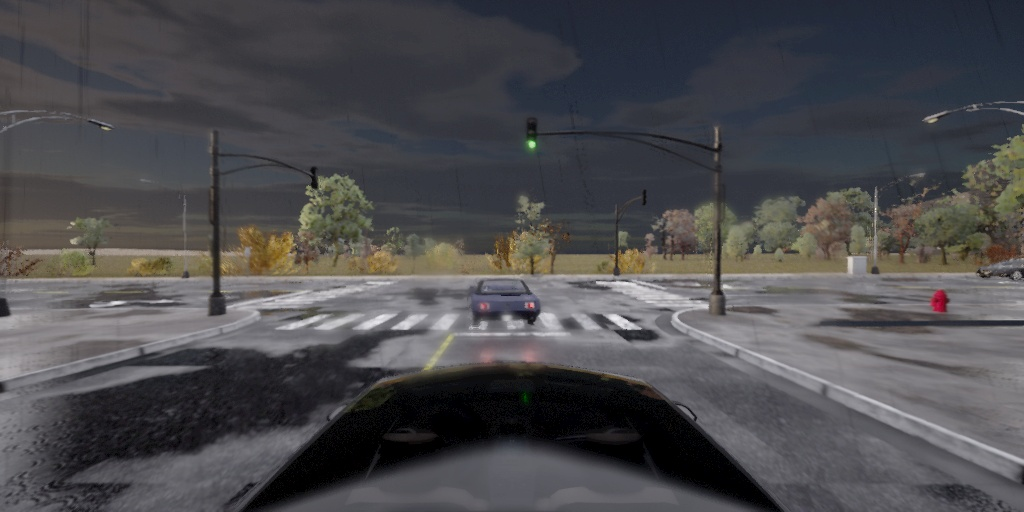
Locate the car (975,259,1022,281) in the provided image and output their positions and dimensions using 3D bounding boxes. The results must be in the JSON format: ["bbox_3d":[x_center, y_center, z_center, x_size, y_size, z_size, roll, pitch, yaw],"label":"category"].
[{"bbox_3d":[36.690,0.961,25.869,4.892,1.490,1.837,0,1,1],"label":"car"}]

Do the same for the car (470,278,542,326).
[{"bbox_3d":[-0.423,1.353,11.714,1.895,1.301,4.718,0,0,-8],"label":"car"}]

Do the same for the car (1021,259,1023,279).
[{"bbox_3d":[35.935,1.027,22.627,4.674,1.442,1.812,0,1,1],"label":"car"}]
